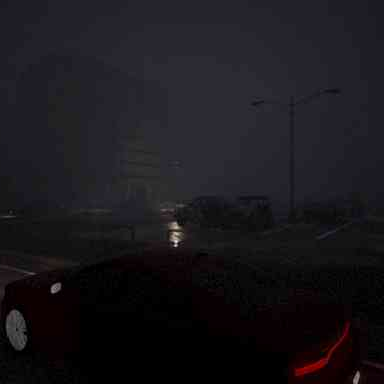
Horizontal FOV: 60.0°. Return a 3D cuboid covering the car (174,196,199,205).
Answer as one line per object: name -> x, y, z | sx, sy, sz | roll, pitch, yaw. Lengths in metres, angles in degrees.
car -> -0.995, 1.578, 62.016 | 2.033, 1.411, 5.357 | 0, 0, 34

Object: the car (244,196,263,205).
car -> 11.440, 1.526, 61.532 | 1.812, 1.442, 4.674 | 0, 0, 34

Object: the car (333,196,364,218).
car -> 15.288, 1.395, 32.049 | 1.970, 1.475, 3.806 | 0, 0, 34

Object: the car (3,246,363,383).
car -> -0.565, 1.478, 4.390 | 5.008, 1.535, 1.882 | 0, 0, 35

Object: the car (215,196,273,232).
car -> 3.270, 1.156, 19.088 | 1.905, 1.878, 3.866 | 0, 0, 34

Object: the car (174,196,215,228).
car -> 0.902, 1.153, 20.753 | 1.932, 1.855, 4.605 | 0, 0, 34

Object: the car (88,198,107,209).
car -> -12.023, 1.526, 45.713 | 1.812, 1.442, 4.674 | 0, 0, 34

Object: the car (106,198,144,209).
car -> -8.652, 1.601, 44.479 | 1.895, 1.301, 4.718 | 0, 0, 34

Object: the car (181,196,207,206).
car -> 0.389, 1.493, 57.839 | 2.128, 1.511, 4.902 | 0, 0, 34

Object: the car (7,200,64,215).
car -> -15.772, 1.547, 33.862 | 2.033, 1.411, 5.357 | 0, 0, 34
